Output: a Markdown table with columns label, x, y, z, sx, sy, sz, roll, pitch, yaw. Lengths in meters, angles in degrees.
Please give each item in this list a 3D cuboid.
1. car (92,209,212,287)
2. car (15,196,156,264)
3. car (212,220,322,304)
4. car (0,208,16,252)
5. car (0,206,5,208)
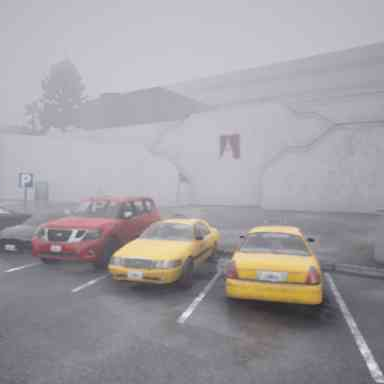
| label | x | y | z | sx | sy | sz | roll | pitch | yaw |
| --- | --- | --- | --- | --- | --- | --- | --- | --- | --- |
| car | -0.476 | 1.444 | 9.613 | 1.946 | 1.575 | 5.366 | 1 | 0 | 16 |
| car | -2.870 | 1.184 | 11.510 | 2.435 | 2.045 | 5.566 | 1 | 0 | 16 |
| car | 2.058 | 1.467 | 8.230 | 1.946 | 1.575 | 5.366 | 0 | -1 | 16 |
| car | -5.318 | 1.450 | 13.252 | 2.163 | 1.488 | 4.792 | 1 | 0 | 16 |
| car | -10.204 | 1.398 | 16.763 | 2.097 | 1.535 | 5.008 | 0 | -1 | 16 |
